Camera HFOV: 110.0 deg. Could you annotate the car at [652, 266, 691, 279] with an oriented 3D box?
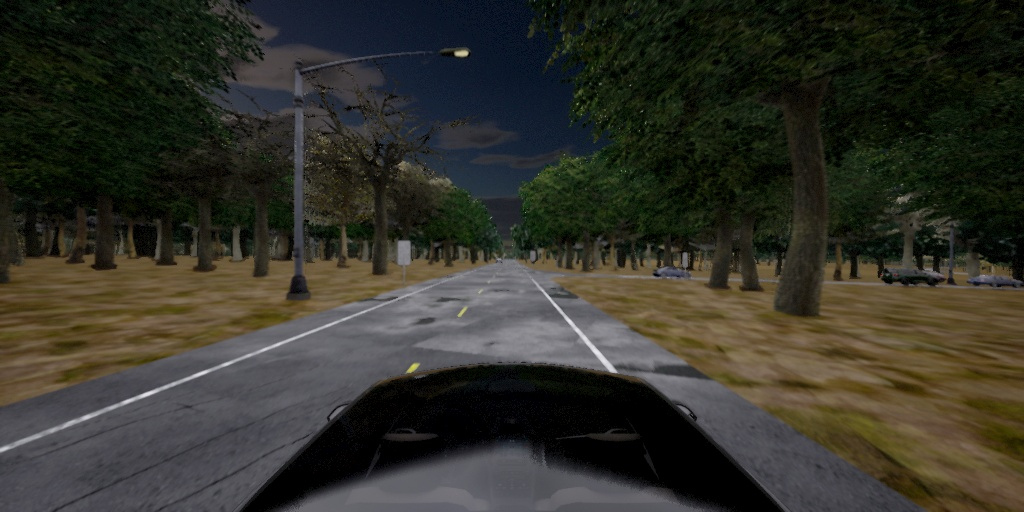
[{"bbox_3d":[18.884,1.943,42.470,4.181,1.385,1.994,2,-1,-2],"label":"car"}]
